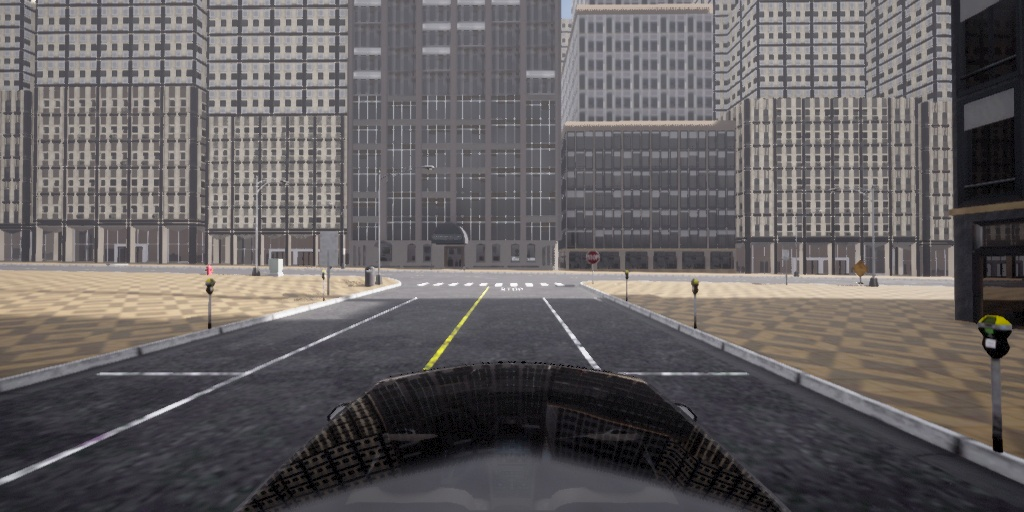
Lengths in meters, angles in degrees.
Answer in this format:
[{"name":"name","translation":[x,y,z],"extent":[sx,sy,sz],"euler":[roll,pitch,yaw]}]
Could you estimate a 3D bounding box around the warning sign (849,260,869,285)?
[{"name":"warning sign","translation":[26.598,1.246,27.348],"extent":[1.060,1.860,1.300],"euler":[0,0,1]}]
